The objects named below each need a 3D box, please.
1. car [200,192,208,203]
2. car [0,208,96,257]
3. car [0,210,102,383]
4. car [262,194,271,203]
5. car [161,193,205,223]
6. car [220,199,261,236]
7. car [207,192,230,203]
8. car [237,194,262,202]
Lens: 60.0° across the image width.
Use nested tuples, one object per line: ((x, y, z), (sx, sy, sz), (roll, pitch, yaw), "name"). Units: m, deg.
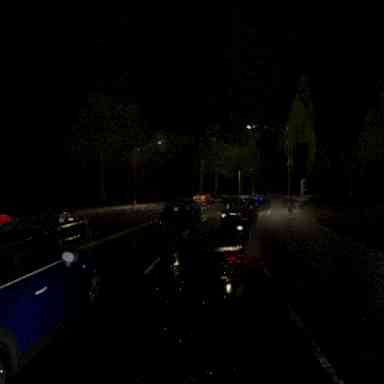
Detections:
((1.729, 0.817, 53.923), (2.097, 1.767, 4.553), (0, 1, 22), "car")
((-5.675, 1.464, 13.370), (1.994, 1.385, 4.181), (0, 0, 7), "car")
((-2.895, 1.315, 4.814), (2.097, 1.767, 4.553), (0, 0, 2), "car")
((10.647, 0.971, 49.913), (1.994, 1.385, 4.181), (0, 1, 22), "car")
((-0.638, 1.143, 23.552), (2.097, 1.767, 4.553), (0, 1, 10), "car")
((2.515, 1.351, 17.443), (1.837, 1.490, 4.892), (0, 1, 9), "car")
((4.602, 0.996, 52.382), (2.033, 1.411, 5.357), (0, 1, 22), "car")
((6.260, 1.066, 38.084), (2.128, 1.511, 4.902), (0, 1, 20), "car")
